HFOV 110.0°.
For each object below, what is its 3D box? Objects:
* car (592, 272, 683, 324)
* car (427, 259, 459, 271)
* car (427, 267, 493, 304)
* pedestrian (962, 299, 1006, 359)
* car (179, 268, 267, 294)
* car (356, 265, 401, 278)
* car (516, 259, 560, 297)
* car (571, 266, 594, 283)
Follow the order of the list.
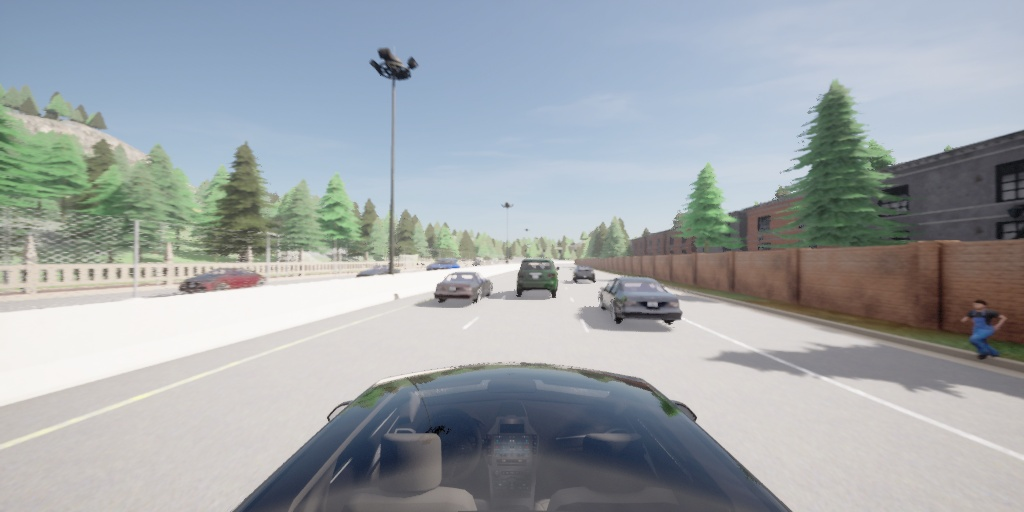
[{"bbox_3d":[4.290,1.455,12.754,2.033,1.411,5.357,0,-1,6],"label":"car"},{"bbox_3d":[-7.156,1.306,37.921,2.150,2.045,5.566,0,-1,7],"label":"car"},{"bbox_3d":[-2.223,1.451,17.530,2.033,1.411,5.357,0,-1,6],"label":"car"},{"bbox_3d":[9.240,1.380,7.015,0.375,1.300,0.375,0,-1,4],"label":"pedestrian"},{"bbox_3d":[-16.191,1.380,20.391,1.994,1.385,4.181,0,-1,7],"label":"car"},{"bbox_3d":[-11.436,1.524,31.301,2.033,1.411,5.357,0,-1,7],"label":"car"},{"bbox_3d":[1.548,1.187,20.721,2.150,2.045,5.566,0,-1,8],"label":"car"},{"bbox_3d":[6.597,1.644,33.371,2.128,1.511,4.902,0,-1,6],"label":"car"}]
